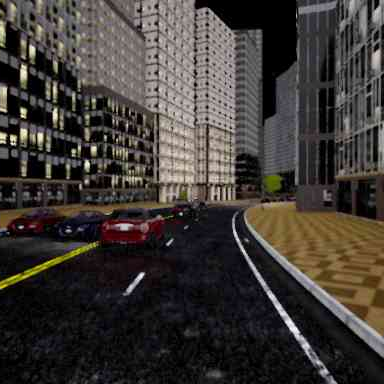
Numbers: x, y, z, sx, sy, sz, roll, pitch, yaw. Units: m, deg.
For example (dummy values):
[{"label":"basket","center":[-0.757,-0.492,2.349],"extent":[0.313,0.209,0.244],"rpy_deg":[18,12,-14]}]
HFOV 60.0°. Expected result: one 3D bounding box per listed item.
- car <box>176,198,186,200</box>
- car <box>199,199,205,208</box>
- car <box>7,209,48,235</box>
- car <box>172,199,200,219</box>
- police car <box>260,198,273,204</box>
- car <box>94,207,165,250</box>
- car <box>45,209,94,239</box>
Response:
[{"label":"car","center":[-2.012,1.838,59.655],"extent":[2.097,1.767,4.553],"rpy_deg":[0,0,15]},{"label":"car","center":[1.068,1.991,58.611],"extent":[2.128,1.511,4.902],"rpy_deg":[0,0,15]},{"label":"car","center":[-8.906,1.694,19.636],"extent":[1.994,1.385,4.181],"rpy_deg":[0,0,5]},{"label":"car","center":[-0.643,1.777,32.819],"extent":[1.837,1.490,4.892],"rpy_deg":[0,-1,8]},{"label":"police car","center":[20.001,2.345,90.733],"extent":[1.930,1.638,5.238],"rpy_deg":[0,-1,23]},{"label":"car","center":[-2.528,1.467,15.212],"extent":[2.097,1.767,4.553],"rpy_deg":[0,-1,4]},{"label":"car","center":[-5.779,1.691,17.969],"extent":[1.994,1.385,4.181],"rpy_deg":[0,0,5]}]
